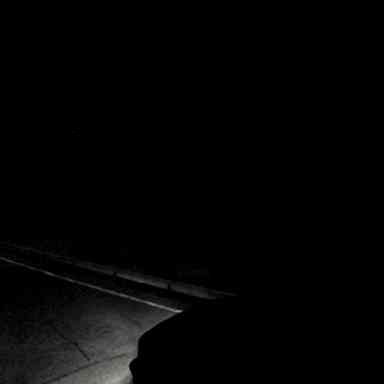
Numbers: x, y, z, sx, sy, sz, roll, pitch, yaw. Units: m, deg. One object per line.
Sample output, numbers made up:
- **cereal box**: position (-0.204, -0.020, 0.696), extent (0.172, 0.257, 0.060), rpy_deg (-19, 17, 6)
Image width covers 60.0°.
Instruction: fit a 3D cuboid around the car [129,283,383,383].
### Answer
- **car**: position (1.941, 1.555, 2.658), extent (5.357, 1.411, 2.033), rpy_deg (0, 0, 36)
